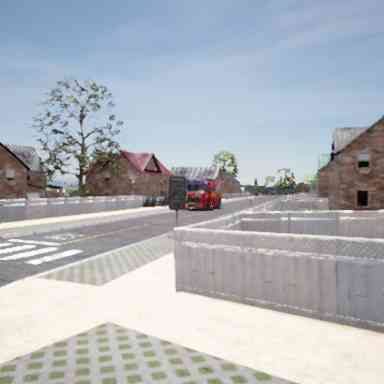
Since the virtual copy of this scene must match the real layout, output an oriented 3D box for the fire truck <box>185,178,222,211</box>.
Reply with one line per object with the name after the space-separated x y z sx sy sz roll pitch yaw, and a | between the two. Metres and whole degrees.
1.401 0.237 40.735 2.891 3.827 8.468 2 1 18 | fire truck
